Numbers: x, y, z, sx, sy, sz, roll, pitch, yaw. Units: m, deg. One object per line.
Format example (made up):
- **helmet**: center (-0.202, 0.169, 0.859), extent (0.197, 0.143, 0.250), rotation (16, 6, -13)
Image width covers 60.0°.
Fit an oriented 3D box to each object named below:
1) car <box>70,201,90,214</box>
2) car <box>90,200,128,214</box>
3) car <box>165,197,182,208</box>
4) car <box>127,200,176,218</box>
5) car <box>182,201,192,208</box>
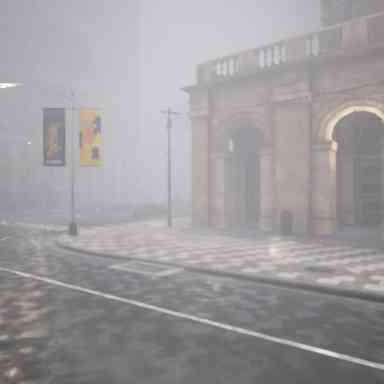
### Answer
- **car**: center (-11.924, 1.824, 40.094), extent (2.033, 1.411, 5.357), rotation (-1, 0, 34)
- **car**: center (-8.831, 1.739, 38.384), extent (2.128, 1.511, 4.902), rotation (-1, 0, 35)
- **car**: center (-3.318, 1.630, 52.113), extent (2.097, 1.767, 4.553), rotation (-1, 0, 36)
- **car**: center (-3.916, 1.751, 32.861), extent (1.994, 1.385, 4.181), rotation (-1, 0, 35)
- **car**: center (1.029, 1.725, 52.159), extent (1.882, 1.535, 5.008), rotation (-1, 0, 36)
